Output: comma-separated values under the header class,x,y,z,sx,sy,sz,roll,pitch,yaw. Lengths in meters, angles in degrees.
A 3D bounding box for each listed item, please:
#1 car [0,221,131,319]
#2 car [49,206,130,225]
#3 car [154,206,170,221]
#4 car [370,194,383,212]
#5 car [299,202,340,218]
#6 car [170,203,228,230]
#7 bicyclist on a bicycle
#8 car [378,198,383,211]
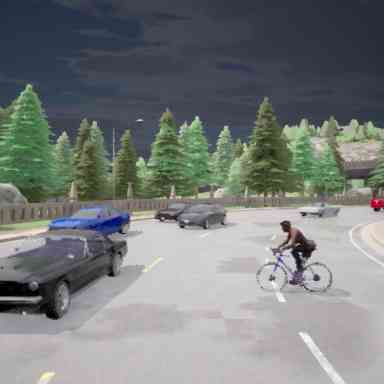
class,x,y,z,sx,sy,sz,roll,pitch,yaw
car,-3.028,1.601,7.570,1.895,1.301,4.718,0,0,7
car,-4.855,1.478,16.376,1.882,1.535,5.008,0,0,18
car,-0.748,1.547,26.473,2.033,1.411,5.357,0,0,31
car,22.934,1.221,37.809,5.566,2.045,2.150,0,0,-22
car,11.790,1.601,30.559,4.718,1.301,1.895,0,0,-44
car,0.785,1.506,21.463,1.837,1.490,4.892,0,0,27
bicyclist on a bicycle,2.258,1.451,7.380,1.656,1.620,0.582,-1,0,6
car,21.453,1.547,33.160,5.357,1.411,2.033,0,0,-29
